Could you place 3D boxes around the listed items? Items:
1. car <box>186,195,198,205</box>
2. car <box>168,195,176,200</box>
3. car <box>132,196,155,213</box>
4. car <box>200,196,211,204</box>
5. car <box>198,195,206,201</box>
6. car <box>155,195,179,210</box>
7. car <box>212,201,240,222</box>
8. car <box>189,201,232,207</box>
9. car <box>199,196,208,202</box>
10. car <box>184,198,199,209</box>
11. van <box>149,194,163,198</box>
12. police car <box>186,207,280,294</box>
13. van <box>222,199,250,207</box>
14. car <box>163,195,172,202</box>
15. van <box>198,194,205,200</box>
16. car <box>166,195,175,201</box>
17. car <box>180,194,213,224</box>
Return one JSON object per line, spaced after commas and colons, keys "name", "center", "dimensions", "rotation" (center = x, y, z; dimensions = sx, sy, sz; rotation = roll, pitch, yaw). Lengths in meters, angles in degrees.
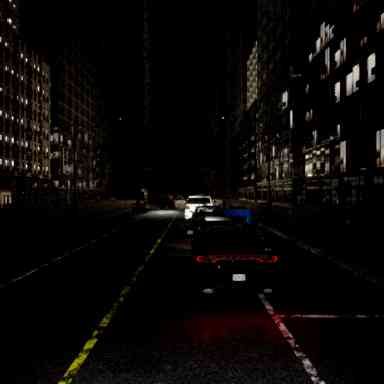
{"name": "car", "center": [-0.029, 1.358, 60.147], "dimensions": [2.097, 1.767, 4.553], "rotation": [0, 0, 0]}
{"name": "car", "center": [-5.738, 1.578, 94.769], "dimensions": [1.947, 1.339, 4.313], "rotation": [0, 0, 0]}
{"name": "car", "center": [-5.710, 1.528, 37.919], "dimensions": [1.752, 1.417, 4.829], "rotation": [0, 0, 0]}
{"name": "car", "center": [2.657, 1.558, 66.432], "dimensions": [2.008, 1.369, 4.403], "rotation": [0, 0, 0]}
{"name": "car", "center": [2.645, 1.557, 89.104], "dimensions": [1.887, 1.381, 4.507], "rotation": [0, 0, 0]}
{"name": "car", "center": [-3.120, 1.495, 42.847], "dimensions": [2.128, 1.511, 4.902], "rotation": [0, 0, 0]}
{"name": "car", "center": [2.676, 1.527, 26.926], "dimensions": [1.752, 1.417, 4.829], "rotation": [0, 0, 0]}
{"name": "car", "center": [0.891, 1.479, 18.821], "dimensions": [1.882, 1.535, 5.008], "rotation": [0, 0, 0]}
{"name": "car", "center": [2.651, 1.555, 77.768], "dimensions": [1.887, 1.381, 4.507], "rotation": [0, 0, 0]}
{"name": "car", "center": [-0.004, 1.568, 46.216], "dimensions": [1.994, 1.385, 4.181], "rotation": [0, 0, 0]}
{"name": "van", "center": [-5.716, 1.346, 49.425], "dimensions": [1.690, 1.788, 3.998], "rotation": [0, 0, 0]}
{"name": "police car", "center": [0.896, 1.425, 8.930], "dimensions": [1.930, 1.638, 5.238], "rotation": [0, 0, 0]}
{"name": "van", "center": [2.678, 1.342, 21.088], "dimensions": [1.690, 1.788, 3.998], "rotation": [0, 0, 0]}
{"name": "car", "center": [-5.730, 1.535, 77.595], "dimensions": [1.752, 1.417, 4.829], "rotation": [0, 0, 0]}
{"name": "van", "center": [2.643, 1.354, 94.771], "dimensions": [1.690, 1.788, 3.998], "rotation": [0, 0, 0]}
{"name": "car", "center": [-5.735, 1.557, 89.101], "dimensions": [1.887, 1.381, 4.507], "rotation": [0, 0, 0]}
{"name": "car", "center": [0.648, 1.224, 24.929], "dimensions": [2.150, 2.045, 5.566], "rotation": [0, 0, 4]}
